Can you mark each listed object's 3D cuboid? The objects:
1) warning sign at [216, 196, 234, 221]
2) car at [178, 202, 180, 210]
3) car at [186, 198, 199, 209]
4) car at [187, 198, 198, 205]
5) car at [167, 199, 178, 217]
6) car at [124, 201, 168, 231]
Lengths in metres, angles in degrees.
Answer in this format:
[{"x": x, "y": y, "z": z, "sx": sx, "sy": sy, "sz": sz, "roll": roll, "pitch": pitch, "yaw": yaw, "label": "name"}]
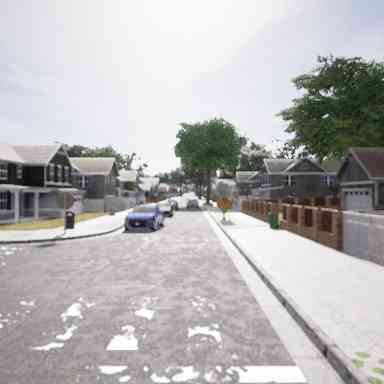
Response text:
[{"x": 2.522, "y": 1.272, "z": 25.852, "sx": 1.300, "sy": 1.860, "sz": 1.060, "roll": 0, "pitch": 0, "yaw": 0, "label": "warning sign"}, {"x": -2.836, "y": 1.779, "z": 46.600, "sx": 1.812, "sy": 1.442, "sz": 4.674, "roll": 0, "pitch": 0, "yaw": 0, "label": "car"}, {"x": 0.107, "y": 1.818, "z": 50.652, "sx": 2.033, "sy": 1.411, "sz": 5.357, "roll": 0, "pitch": 0, "yaw": 0, "label": "car"}, {"x": 0.105, "y": 1.895, "z": 69.511, "sx": 2.033, "sy": 1.411, "sz": 5.357, "roll": 0, "pitch": 0, "yaw": 0, "label": "car"}, {"x": -2.845, "y": 1.745, "z": 33.845, "sx": 2.033, "sy": 1.411, "sz": 5.357, "roll": 0, "pitch": 0, "yaw": 0, "label": "car"}, {"x": -3.029, "y": 1.613, "z": 21.896, "sx": 1.882, "sy": 1.535, "sz": 5.008, "roll": 0, "pitch": 0, "yaw": 4, "label": "car"}]
